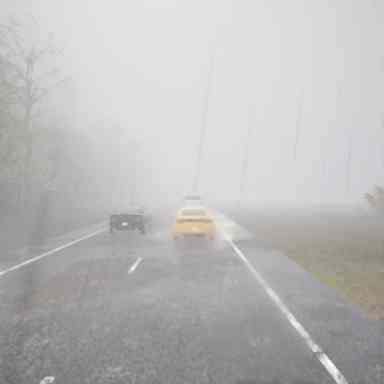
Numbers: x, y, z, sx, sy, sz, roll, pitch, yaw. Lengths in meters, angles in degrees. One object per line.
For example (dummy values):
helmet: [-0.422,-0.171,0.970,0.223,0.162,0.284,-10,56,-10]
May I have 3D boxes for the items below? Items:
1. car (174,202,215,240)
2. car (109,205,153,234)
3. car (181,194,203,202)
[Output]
car: [0.106,1.478,16.950,1.882,1.535,5.008,0,0,0]
car: [-3.409,1.468,19.337,1.882,1.535,5.008,0,0,0]
car: [0.044,1.224,36.054,2.150,2.045,5.566,0,0,0]
